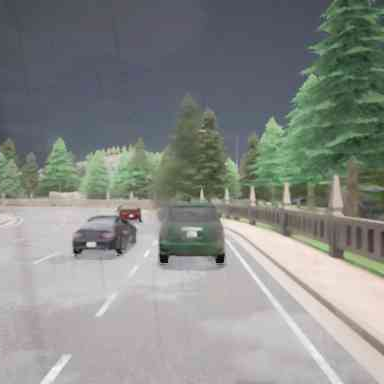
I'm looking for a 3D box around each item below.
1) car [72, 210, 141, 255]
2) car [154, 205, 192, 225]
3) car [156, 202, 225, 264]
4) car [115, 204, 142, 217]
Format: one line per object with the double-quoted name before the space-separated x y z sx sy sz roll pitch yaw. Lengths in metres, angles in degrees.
"car" -3.504 1.680 13.877 1.812 1.442 4.674 0 0 0
"car" -1.764 1.865 28.666 2.033 1.411 5.357 0 -1 -17
"car" -0.005 1.365 12.566 2.150 2.045 5.566 0 0 0
"car" -5.718 1.803 29.406 1.882 1.535 5.008 0 0 -19
